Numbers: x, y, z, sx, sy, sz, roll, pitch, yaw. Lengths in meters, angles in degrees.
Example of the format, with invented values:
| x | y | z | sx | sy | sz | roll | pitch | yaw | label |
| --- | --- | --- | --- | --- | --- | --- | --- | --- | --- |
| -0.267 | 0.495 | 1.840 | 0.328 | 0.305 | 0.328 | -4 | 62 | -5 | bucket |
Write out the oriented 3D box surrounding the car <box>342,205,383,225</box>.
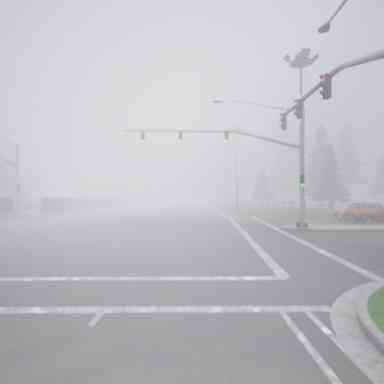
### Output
| x | y | z | sx | sy | sz | roll | pitch | yaw | label |
| --- | --- | --- | --- | --- | --- | --- | --- | --- | --- |
| 15.172 | 1.950 | 26.941 | 4.718 | 1.301 | 1.895 | 0 | -1 | -1 | car |

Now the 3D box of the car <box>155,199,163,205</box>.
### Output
| x | y | z | sx | sy | sz | roll | pitch | yaw | label |
| --- | --- | --- | --- | --- | --- | --- | --- | --- | --- |
| -8.776 | 2.694 | 89.291 | 2.033 | 1.411 | 5.357 | 0 | -1 | 0 | car |

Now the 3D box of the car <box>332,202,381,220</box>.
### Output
| x | y | z | sx | sy | sz | roll | pitch | yaw | label |
| --- | --- | --- | --- | --- | --- | --- | --- | --- | --- |
| 15.263 | 1.747 | 30.446 | 4.553 | 1.767 | 2.097 | 0 | -1 | -1 | car |

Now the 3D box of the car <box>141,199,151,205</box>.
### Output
| x | y | z | sx | sy | sz | roll | pitch | yaw | label |
| --- | --- | --- | --- | --- | --- | --- | --- | --- | --- |
| -12.276 | 2.678 | 89.292 | 1.812 | 1.442 | 4.674 | 0 | -1 | 0 | car |
